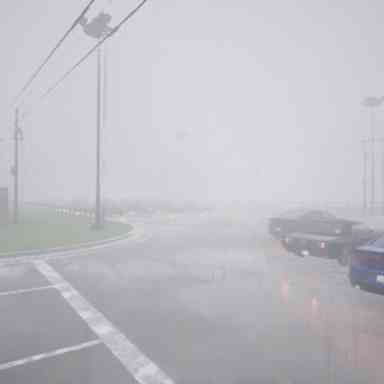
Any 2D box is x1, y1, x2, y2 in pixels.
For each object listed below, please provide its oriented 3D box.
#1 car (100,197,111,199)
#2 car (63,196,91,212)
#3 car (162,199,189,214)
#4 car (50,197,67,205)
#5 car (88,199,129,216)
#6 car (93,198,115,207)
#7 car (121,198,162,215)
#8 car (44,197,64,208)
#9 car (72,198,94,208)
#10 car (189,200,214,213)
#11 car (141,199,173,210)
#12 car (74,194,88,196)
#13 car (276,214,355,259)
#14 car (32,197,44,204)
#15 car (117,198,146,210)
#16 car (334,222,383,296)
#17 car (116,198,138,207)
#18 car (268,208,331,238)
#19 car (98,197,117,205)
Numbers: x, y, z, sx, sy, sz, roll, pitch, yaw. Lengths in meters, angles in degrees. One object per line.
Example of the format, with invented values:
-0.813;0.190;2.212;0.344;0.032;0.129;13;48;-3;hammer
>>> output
-10.830;1.657;42.509;1.994;1.385;4.181;0;0;-37;car
-13.752;1.578;40.584;1.837;1.490;4.892;0;0;-36;car
-2.760;1.618;37.332;1.837;1.490;4.892;0;0;-36;car
-25.009;1.657;62.259;1.994;1.385;4.181;0;0;-36;car
-8.371;1.674;33.136;1.895;1.301;4.718;0;0;-36;car
-14.082;1.678;53.050;1.994;1.385;4.181;0;0;-36;car
-5.621;1.585;35.312;2.128;1.511;4.902;0;0;-36;car
-19.711;1.564;48.863;2.128;1.511;4.902;0;0;-36;car
-16.665;1.657;50.638;1.994;1.385;4.181;0;0;-35;car
0.613;1.660;38.643;1.812;1.442;4.674;0;0;-36;car
-4.992;1.682;46.417;2.033;1.411;5.357;0;0;-36;car
-20.484;1.337;61.959;2.150;2.045;5.566;0;0;-36;car
5.433;1.667;11.923;4.718;1.301;1.895;0;0;-35;car
-26.931;1.637;58.930;1.994;1.385;4.181;0;0;-35;car
-8.289;1.591;44.991;1.882;1.535;5.008;0;0;-36;car
5.688;1.530;7.805;5.008;1.535;1.882;0;0;-36;car
-10.585;1.698;54.191;1.994;1.385;4.181;0;0;-36;car
5.958;1.562;16.598;5.008;1.535;1.882;0;0;-36;car
-15.678;1.660;61.247;1.812;1.442;4.674;0;0;-35;car
